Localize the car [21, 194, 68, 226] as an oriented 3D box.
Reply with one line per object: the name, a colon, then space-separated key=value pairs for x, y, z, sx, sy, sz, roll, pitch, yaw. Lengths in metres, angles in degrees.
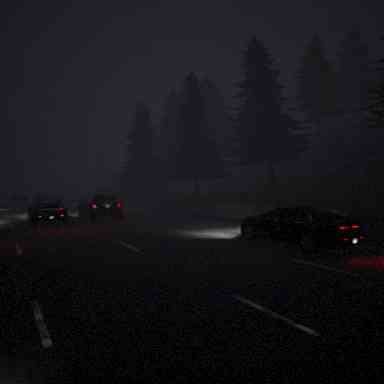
car: x=-8.673 y=1.105 z=19.754 sx=2.128 sy=1.511 sz=4.902 roll=-1 pitch=1 yaw=-30

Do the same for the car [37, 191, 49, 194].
car: x=-23.320 y=0.678 z=51.939 sx=2.097 sy=1.767 sz=4.553 roll=-1 pitch=0 yaw=-30

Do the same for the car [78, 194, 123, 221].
car: x=-6.390 y=0.892 z=22.788 sx=2.097 sy=1.767 sz=4.553 roll=-1 pitch=1 yaw=-30

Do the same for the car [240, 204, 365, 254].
car: x=3.771 y=1.207 z=12.270 sx=1.837 sy=1.490 sz=4.892 roll=-1 pitch=1 yaw=-30

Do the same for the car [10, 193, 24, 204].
car: x=-24.764 y=0.859 z=47.459 sx=1.882 sy=1.535 sz=5.008 roll=-1 pitch=1 yaw=-30

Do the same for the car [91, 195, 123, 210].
car: x=-8.621 y=0.970 z=33.603 sx=1.895 sy=1.301 sz=4.718 roll=-1 pitch=1 yaw=-30
